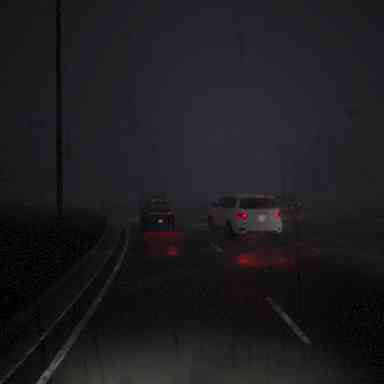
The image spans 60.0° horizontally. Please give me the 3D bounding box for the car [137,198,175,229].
[{"bbox_3d":[-2.253,1.380,20.613,2.128,1.511,4.902,0,0,-13],"label":"car"}]

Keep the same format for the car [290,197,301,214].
[{"bbox_3d":[6.690,1.330,28.775,2.033,1.411,5.357,0,0,-18],"label":"car"}]

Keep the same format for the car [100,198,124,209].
[{"bbox_3d":[-9.994,1.378,41.253,1.994,1.385,4.181,0,0,-31],"label":"car"}]

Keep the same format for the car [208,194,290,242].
[{"bbox_3d":[2.332,1.107,16.035,2.150,2.045,5.566,0,0,-10],"label":"car"}]

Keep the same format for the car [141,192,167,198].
[{"bbox_3d":[-4.593,1.015,38.762,2.150,2.045,5.566,0,0,-26],"label":"car"}]

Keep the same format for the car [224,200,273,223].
[{"bbox_3d":[4.016,1.351,24.565,1.812,1.442,4.674,0,0,-15],"label":"car"}]
